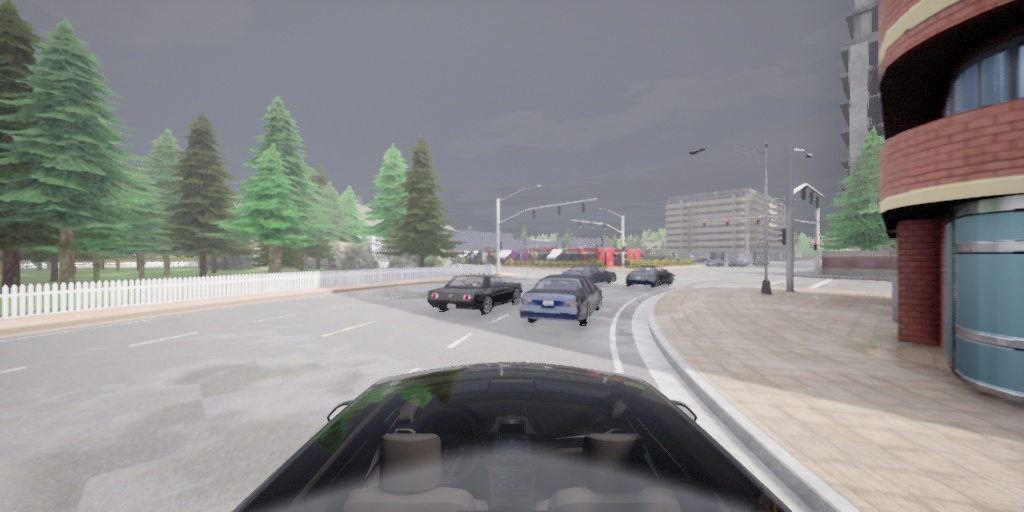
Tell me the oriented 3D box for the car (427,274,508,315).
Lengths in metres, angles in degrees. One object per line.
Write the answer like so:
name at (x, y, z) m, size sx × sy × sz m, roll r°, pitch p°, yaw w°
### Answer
car at (-1.165, 1.353, 13.772) m, size 1.895 × 1.301 × 4.718 m, roll 0°, pitch 0°, yaw 21°

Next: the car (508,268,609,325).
car at (1.822, 1.300, 11.919) m, size 2.033 × 1.411 × 5.357 m, roll 0°, pitch 0°, yaw 20°

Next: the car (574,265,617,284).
car at (5.385, 1.302, 24.954) m, size 2.033 × 1.411 × 5.357 m, roll 0°, pitch 0°, yaw 41°

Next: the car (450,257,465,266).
car at (-10.212, 1.038, 60.499) m, size 2.150 × 2.045 × 5.566 m, roll 0°, pitch 0°, yaw -42°

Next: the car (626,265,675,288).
car at (9.316, 1.319, 24.037) m, size 1.994 × 1.385 × 4.181 m, roll 0°, pitch 0°, yaw 43°
